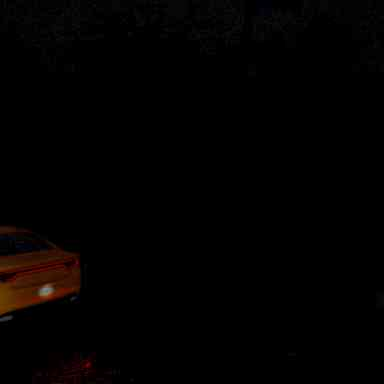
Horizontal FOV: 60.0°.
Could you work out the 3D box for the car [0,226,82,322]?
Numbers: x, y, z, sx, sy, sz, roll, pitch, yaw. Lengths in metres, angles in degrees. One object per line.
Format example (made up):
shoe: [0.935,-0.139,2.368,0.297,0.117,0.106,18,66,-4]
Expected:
car: [-4.361,1.431,6.782,5.008,1.535,1.882,0,0,35]
